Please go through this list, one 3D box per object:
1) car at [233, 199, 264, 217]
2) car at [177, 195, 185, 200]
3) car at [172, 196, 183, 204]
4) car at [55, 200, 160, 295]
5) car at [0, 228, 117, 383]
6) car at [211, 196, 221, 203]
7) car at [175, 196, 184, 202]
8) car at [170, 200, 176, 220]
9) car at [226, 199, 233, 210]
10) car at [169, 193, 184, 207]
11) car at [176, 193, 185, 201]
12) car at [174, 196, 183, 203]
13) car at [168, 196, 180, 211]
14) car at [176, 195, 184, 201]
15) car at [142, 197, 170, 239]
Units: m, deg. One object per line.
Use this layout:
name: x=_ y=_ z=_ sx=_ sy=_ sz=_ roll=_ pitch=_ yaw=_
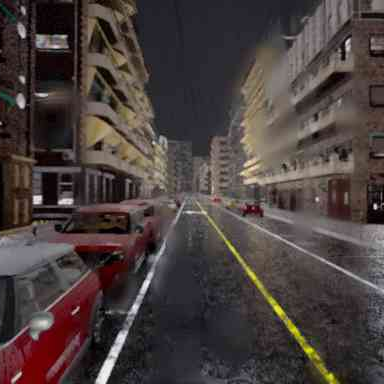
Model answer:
car: x=5.400 y=1.470 z=31.179 sx=1.967 sy=1.590 sz=4.097 roll=1 pitch=0 yaw=0
car: x=-2.999 y=1.513 z=92.129 sx=1.947 sy=1.339 sz=4.313 roll=1 pitch=0 yaw=0
car: x=-2.764 y=1.528 z=64.385 sx=1.947 sy=1.339 sz=4.313 roll=1 pitch=0 yaw=0
car: x=-2.289 y=1.298 z=8.897 sx=2.192 sy=1.841 sz=5.009 roll=1 pitch=0 yaw=0
car: x=-2.245 y=1.424 z=3.348 sx=1.967 sy=1.590 sz=4.097 roll=1 pitch=0 yaw=0
car: x=5.071 y=1.453 z=70.021 sx=1.967 sy=1.590 sz=4.097 roll=1 pitch=0 yaw=0
car: x=-2.858 y=1.539 z=75.482 sx=1.802 sy=1.307 sz=4.206 roll=1 pitch=0 yaw=0
car: x=-2.435 y=1.560 z=25.543 sx=1.802 sy=1.307 sz=4.206 roll=1 pitch=0 yaw=0
car: x=5.303 y=1.551 z=42.447 sx=1.752 sy=1.417 sz=4.829 roll=1 pitch=0 yaw=0
car: x=-2.618 y=1.284 z=47.738 sx=2.192 sy=1.841 sz=5.009 roll=1 pitch=0 yaw=0
car: x=-2.947 y=1.265 z=86.580 sx=2.192 sy=1.841 sz=5.009 roll=1 pitch=0 yaw=0
car: x=-2.811 y=1.541 z=69.933 sx=1.802 sy=1.307 sz=4.206 roll=1 pitch=0 yaw=0
car: x=-2.527 y=1.499 z=36.471 sx=1.752 sy=1.417 sz=4.829 roll=1 pitch=0 yaw=0
car: x=-2.905 y=1.504 z=81.031 sx=2.008 sy=1.369 sz=4.403 roll=1 pitch=0 yaw=0
car: x=-2.336 y=1.296 z=14.446 sx=2.192 sy=1.841 sz=5.009 roll=1 pitch=0 yaw=0
